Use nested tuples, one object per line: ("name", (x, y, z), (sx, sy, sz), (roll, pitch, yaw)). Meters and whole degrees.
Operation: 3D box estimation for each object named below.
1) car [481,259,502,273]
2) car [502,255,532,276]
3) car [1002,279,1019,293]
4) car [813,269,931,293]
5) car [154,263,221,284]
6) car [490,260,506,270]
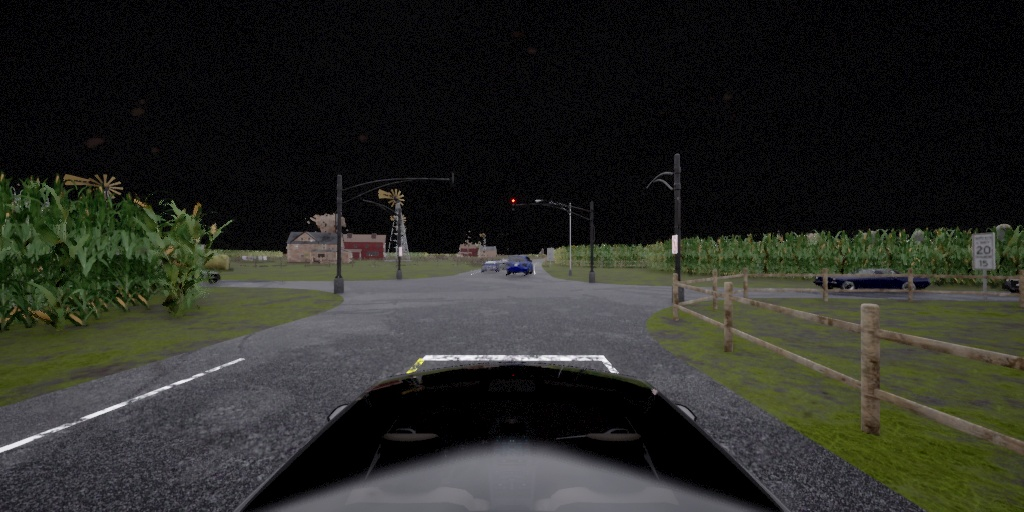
("car", (-2.595, 1.271, 43.898), (1.812, 1.442, 4.674), (0, 0, 3))
("car", (0.796, 0.967, 36.956), (2.150, 2.045, 5.566), (1, 0, 9))
("car", (29.349, 1.377, 19.016), (4.181, 1.385, 1.994), (0, -1, 10))
("car", (20.381, 1.401, 20.565), (4.718, 1.301, 1.895), (0, -1, 9))
("car", (-22.977, 1.210, 25.058), (4.892, 1.490, 1.837), (0, -1, 9))
("car", (-2.066, 1.303, 53.904), (1.994, 1.385, 4.181), (0, 0, 5))
